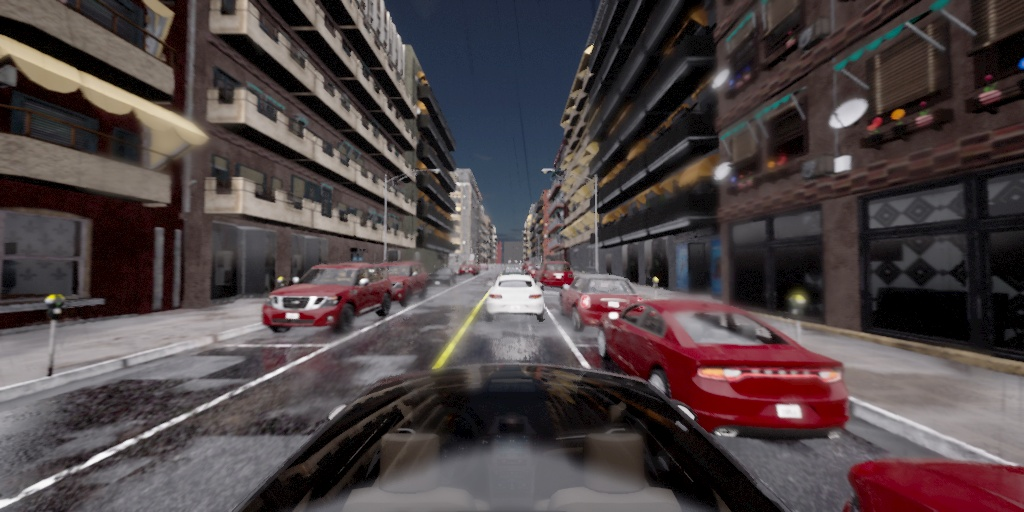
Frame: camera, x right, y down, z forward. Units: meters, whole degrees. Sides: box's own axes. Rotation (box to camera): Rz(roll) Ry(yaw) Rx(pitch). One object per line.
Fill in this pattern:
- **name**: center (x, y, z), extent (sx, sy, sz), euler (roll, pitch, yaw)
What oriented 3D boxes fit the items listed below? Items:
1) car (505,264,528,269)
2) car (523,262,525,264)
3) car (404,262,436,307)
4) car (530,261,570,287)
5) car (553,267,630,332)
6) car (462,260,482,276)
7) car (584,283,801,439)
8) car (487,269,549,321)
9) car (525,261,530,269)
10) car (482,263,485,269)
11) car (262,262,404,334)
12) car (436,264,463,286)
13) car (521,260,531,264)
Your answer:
- **car**: center (0.108, 1.619, 30.649), extent (1.895, 1.301, 4.718), euler (0, -1, 0)
- **car**: center (2.542, 1.744, 44.280), extent (1.802, 1.307, 4.207), euler (0, 0, 0)
- **car**: center (-5.312, 1.199, 16.687), extent (2.192, 1.841, 5.009), euler (0, 0, 0)
- **car**: center (2.538, 1.250, 22.156), extent (2.192, 1.841, 5.009), euler (0, 0, 0)
- **car**: center (2.577, 1.273, 11.096), extent (1.967, 1.591, 4.097), euler (0, 0, 0)
- **car**: center (-5.307, 1.477, 44.337), extent (2.192, 1.841, 5.009), euler (0, 0, 0)
- **car**: center (2.569, 1.329, 5.564), extent (1.888, 1.381, 4.507), euler (0, 0, 0)
- **car**: center (0.104, 1.375, 12.835), extent (1.812, 1.442, 4.674), euler (0, -1, 0)
- **car**: center (2.539, 1.485, 33.218), extent (1.967, 1.591, 4.097), euler (0, 0, 0)
- **car**: center (-5.306, 1.769, 49.868), extent (1.888, 1.381, 4.507), euler (0, 0, 0)
- **car**: center (-5.313, 1.149, 11.158), extent (2.192, 1.841, 5.009), euler (0, 0, 0)
- **car**: center (-5.310, 1.556, 27.749), extent (1.948, 1.339, 4.313), euler (0, 0, 0)
- **car**: center (2.543, 1.602, 55.342), extent (2.192, 1.841, 5.009), euler (0, 0, 0)
